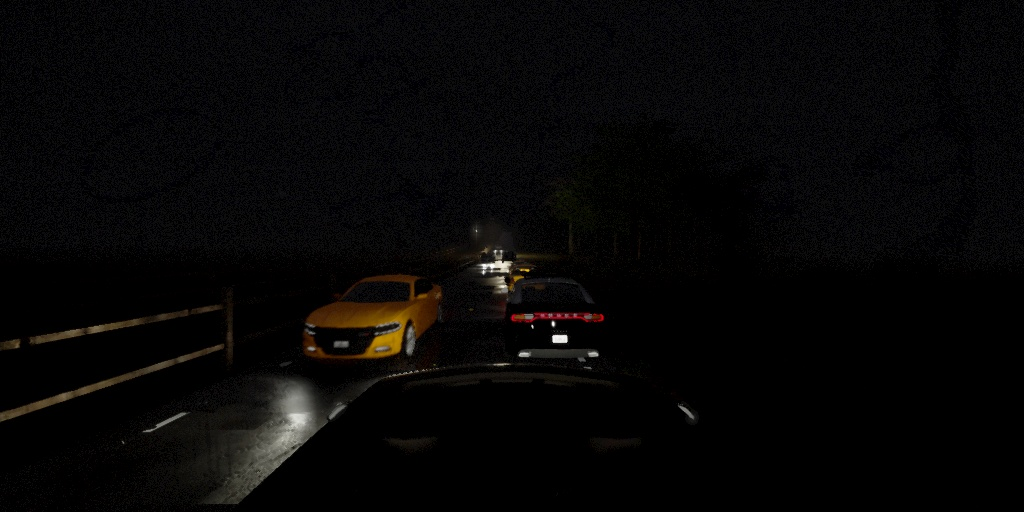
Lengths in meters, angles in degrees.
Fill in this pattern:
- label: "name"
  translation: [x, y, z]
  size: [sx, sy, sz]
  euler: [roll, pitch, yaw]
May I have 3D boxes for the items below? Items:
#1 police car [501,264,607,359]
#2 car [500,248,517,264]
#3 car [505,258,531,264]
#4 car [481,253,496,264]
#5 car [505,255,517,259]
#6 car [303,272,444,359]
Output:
- label: "police car"
  translation: [0.769, 1.149, 8.510]
  size: [1.930, 1.638, 5.238]
  euler: [0, 0, -1]
- label: "car"
  translation: [-0.393, 0.111, 51.834]
  size: [2.097, 1.767, 4.553]
  euler: [0, 2, 0]
- label: "car"
  translation: [0.675, 1.071, 18.587]
  size: [1.801, 1.575, 5.366]
  euler: [0, 1, -1]
- label: "car"
  translation: [-3.289, 0.308, 50.120]
  size: [2.128, 1.511, 4.902]
  euler: [0, 2, 0]
- label: "car"
  translation: [0.619, 0.968, 24.586]
  size: [1.801, 1.575, 5.366]
  euler: [0, 1, -1]
- label: "car"
  translation: [-2.907, 1.201, 8.552]
  size: [1.882, 1.535, 5.008]
  euler: [0, 0, -1]
